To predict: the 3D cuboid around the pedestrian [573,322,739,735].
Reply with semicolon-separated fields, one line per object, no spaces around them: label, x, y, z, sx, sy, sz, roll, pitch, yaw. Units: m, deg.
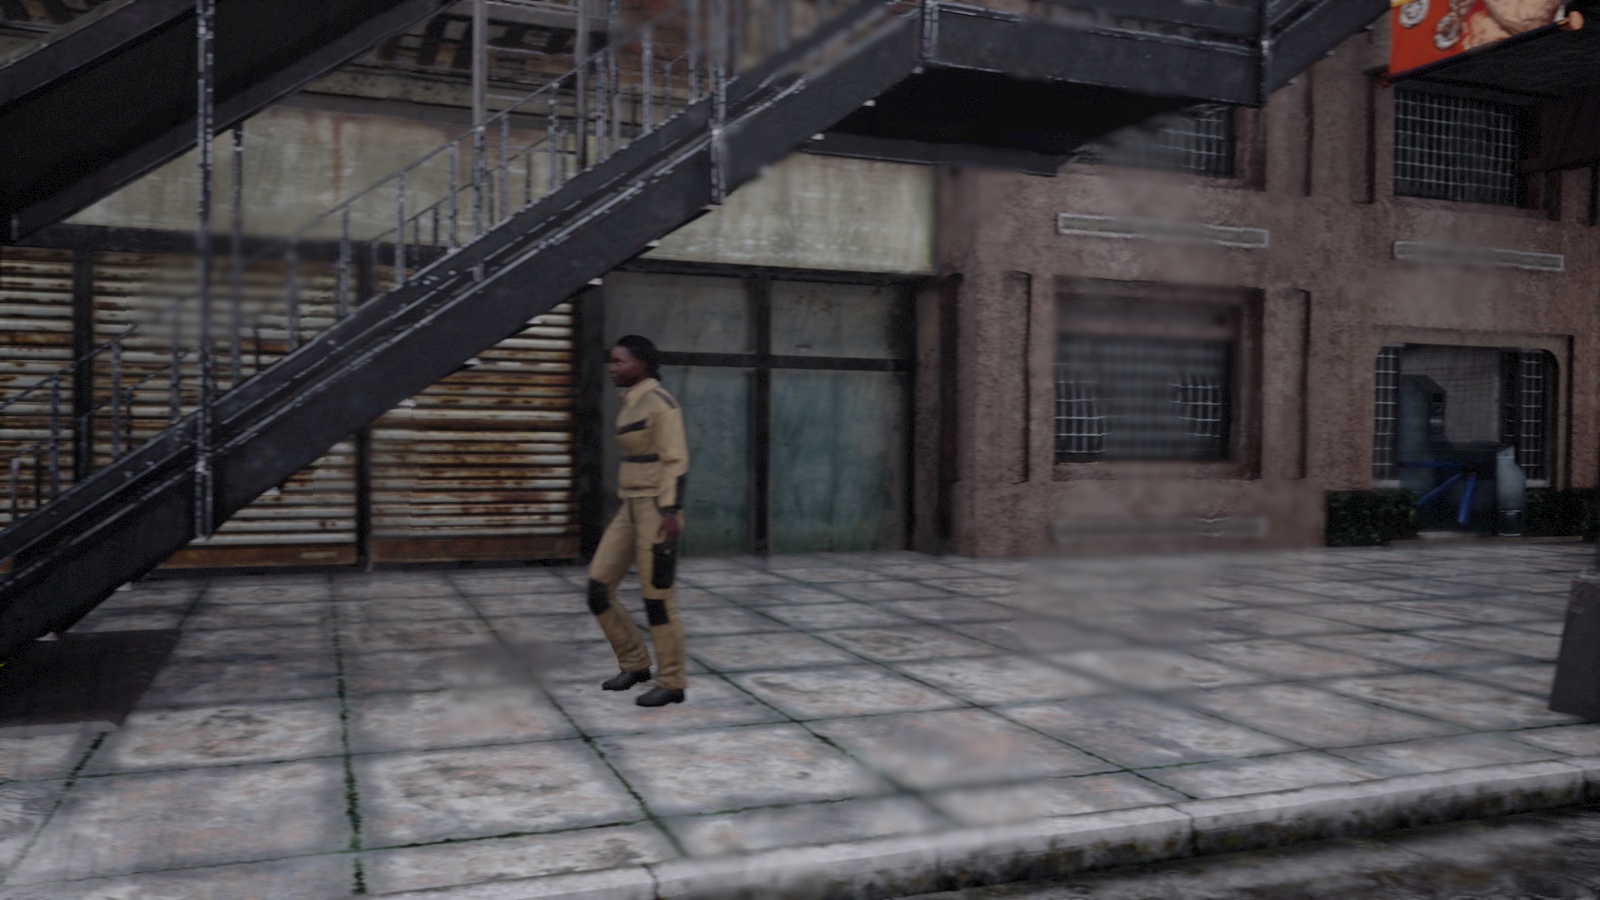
pedestrian;-0.710;0.362;6.197;0.692;1.930;0.396;-1;1;-29
